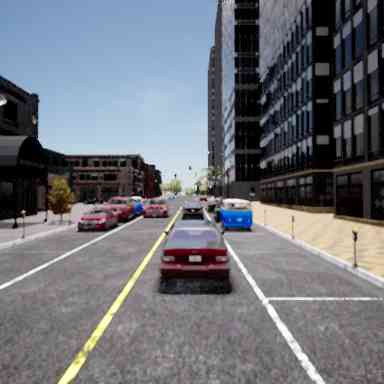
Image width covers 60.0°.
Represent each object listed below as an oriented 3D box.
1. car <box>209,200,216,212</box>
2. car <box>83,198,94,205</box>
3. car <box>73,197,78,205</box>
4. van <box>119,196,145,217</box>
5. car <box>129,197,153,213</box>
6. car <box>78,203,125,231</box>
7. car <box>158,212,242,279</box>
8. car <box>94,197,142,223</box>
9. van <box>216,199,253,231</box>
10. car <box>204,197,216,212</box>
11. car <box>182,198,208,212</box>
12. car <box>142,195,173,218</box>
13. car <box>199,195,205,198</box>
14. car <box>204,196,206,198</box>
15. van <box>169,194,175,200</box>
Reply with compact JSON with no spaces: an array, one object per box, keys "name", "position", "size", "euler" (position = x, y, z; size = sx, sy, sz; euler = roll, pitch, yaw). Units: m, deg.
[{"name":"car","position":[2.663,1.582,26.170],"size":[1.947,1.339,4.313],"euler":[1,0,0]},{"name":"car","position":[-19.429,1.844,66.175],"size":[4.313,1.339,1.947],"euler":[-1,0,1]},{"name":"car","position":[-24.978,1.771,66.246],"size":[4.097,1.590,1.967],"euler":[-1,0,1]},{"name":"van","position":[-5.681,1.360,31.868],"size":[1.690,1.788,3.998],"euler":[1,0,0]},{"name":"car","position":[-5.684,1.463,37.512],"size":[1.967,1.590,4.097],"euler":[1,0,0]},{"name":"car","position":[-5.683,1.594,20.580],"size":[1.802,1.307,4.206],"euler":[1,0,0]},{"name":"car","position":[0.080,1.553,10.017],"size":[2.033,1.411,5.357],"euler":[0,0,0]},{"name":"car","position":[-5.679,1.331,26.224],"size":[2.192,1.841,5.009],"euler":[1,0,0]},{"name":"van","position":[2.668,1.353,20.527],"size":[1.690,1.788,3.998],"euler":[1,0,0]},{"name":"car","position":[2.662,1.589,37.460],"size":[1.947,1.339,4.313],"euler":[1,0,0]},{"name":"car","position":[0.089,1.565,29.419],"size":[2.033,1.411,5.357],"euler":[0,0,0]},{"name":"car","position":[-3.102,1.370,29.700],"size":[2.097,1.767,4.553],"euler":[0,0,0]},{"name":"car","position":[2.689,1.494,81.051],"size":[1.967,1.590,4.097],"euler":[1,0,0]},{"name":"car","position":[2.832,1.552,43.273],"size":[1.752,1.417,4.829],"euler":[1,0,0]},{"name":"van","position":[-5.692,1.403,92.133],"size":[1.690,1.788,3.998],"euler":[1,0,0]}]
